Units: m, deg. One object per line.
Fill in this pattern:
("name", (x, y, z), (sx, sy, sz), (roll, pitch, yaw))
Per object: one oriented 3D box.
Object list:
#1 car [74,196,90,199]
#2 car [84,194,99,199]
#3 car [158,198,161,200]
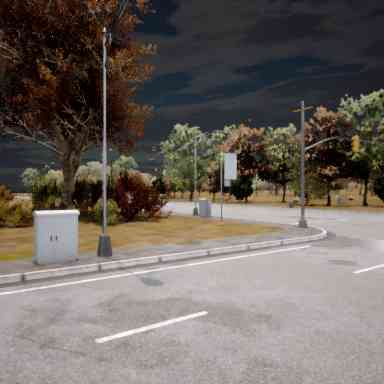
("car", (-28.792, 1.202, 85.190), (4.181, 1.385, 1.994), (1, 0, 41))
("car", (-26.540, 1.206, 87.879), (4.181, 1.385, 1.994), (1, 0, 41))
("car", (-5.876, 1.493, 52.356), (1.994, 1.385, 4.181), (0, 0, -34))
